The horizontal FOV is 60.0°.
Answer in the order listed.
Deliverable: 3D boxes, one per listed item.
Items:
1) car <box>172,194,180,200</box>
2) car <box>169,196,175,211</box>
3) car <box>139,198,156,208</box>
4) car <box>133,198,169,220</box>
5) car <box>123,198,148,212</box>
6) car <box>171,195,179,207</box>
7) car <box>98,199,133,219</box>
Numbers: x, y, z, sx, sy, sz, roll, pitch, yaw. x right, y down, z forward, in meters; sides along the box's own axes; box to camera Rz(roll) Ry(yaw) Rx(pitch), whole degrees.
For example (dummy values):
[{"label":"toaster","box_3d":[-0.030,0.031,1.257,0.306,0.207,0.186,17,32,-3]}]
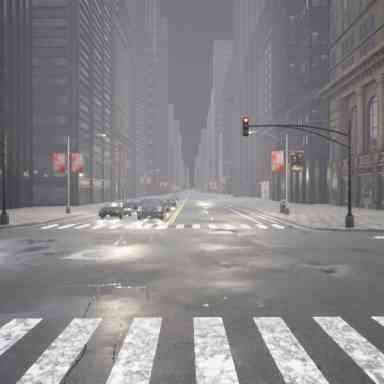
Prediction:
[{"label":"car","box_3d":[-3.245,1.090,63.825,1.837,1.490,4.892,0,0,0]},{"label":"car","box_3d":[-3.338,1.523,37.584,2.033,1.411,5.357,0,0,0]},{"label":"car","box_3d":[-6.588,1.563,49.551,1.895,1.301,4.718,0,0,0]},{"label":"car","box_3d":[-3.340,1.336,28.109,2.097,1.767,4.553,0,0,0]},{"label":"car","box_3d":[-6.586,1.521,39.465,2.033,1.411,5.357,0,0,0]},{"label":"car","box_3d":[-3.334,1.528,48.683,1.994,1.385,4.181,0,0,0]},{"label":"car","box_3d":[-6.564,1.531,29.366,2.033,1.411,5.357,0,0,4]}]
